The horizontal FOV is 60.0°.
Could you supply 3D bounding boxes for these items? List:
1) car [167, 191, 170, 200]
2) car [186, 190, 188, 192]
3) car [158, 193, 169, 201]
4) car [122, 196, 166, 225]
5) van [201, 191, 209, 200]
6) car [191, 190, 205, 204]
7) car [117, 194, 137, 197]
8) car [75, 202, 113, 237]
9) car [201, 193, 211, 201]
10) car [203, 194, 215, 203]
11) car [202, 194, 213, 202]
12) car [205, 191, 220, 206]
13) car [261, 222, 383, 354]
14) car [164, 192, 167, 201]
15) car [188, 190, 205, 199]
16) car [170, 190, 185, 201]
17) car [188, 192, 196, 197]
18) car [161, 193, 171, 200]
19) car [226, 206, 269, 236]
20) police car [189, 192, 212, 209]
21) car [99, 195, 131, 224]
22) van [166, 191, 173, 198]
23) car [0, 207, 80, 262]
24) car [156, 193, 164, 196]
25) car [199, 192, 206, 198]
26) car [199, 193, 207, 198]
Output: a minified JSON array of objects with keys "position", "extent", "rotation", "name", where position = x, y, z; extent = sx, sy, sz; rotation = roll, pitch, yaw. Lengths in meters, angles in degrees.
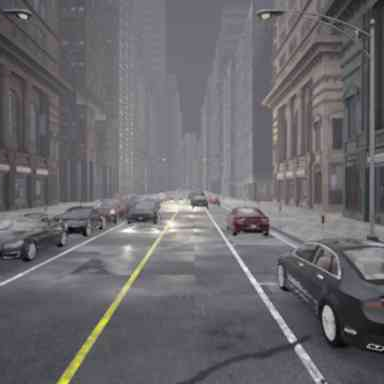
[{"position":[-5.725,0.925,62.033],"extent":[1.967,1.590,4.097],"rotation":[0,0,0],"name":"car"},{"position":[0.041,0.817,73.269],"extent":[1.994,1.385,4.181],"rotation":[0,0,0],"name":"car"},{"position":[-5.722,0.984,67.635],"extent":[1.887,1.381,4.507],"rotation":[0,0,0],"name":"car"},{"position":[-3.088,1.289,22.468],"extent":[1.882,1.535,5.008],"rotation":[0,1,0],"name":"car"},{"position":[2.807,0.734,73.239],"extent":[1.690,1.788,3.998],"rotation":[0,0,0],"name":"van"},{"position":[0.931,0.768,54.941],"extent":[2.150,2.045,5.566],"rotation":[0,0,0],"name":"car"},{"position":[-5.743,1.076,28.422],"extent":[2.192,1.841,5.009],"rotation":[0,0,0],"name":"car"},{"position":[-5.751,1.421,17.221],"extent":[1.947,1.339,4.313],"rotation":[0,0,0],"name":"car"},{"position":[2.803,0.984,67.639],"extent":[1.887,1.381,4.507],"rotation":[0,0,0],"name":"car"},{"position":[2.797,1.055,56.605],"extent":[1.752,1.417,4.829],"rotation":[0,0,0],"name":"car"},{"position":[2.800,1.030,62.037],"extent":[1.887,1.381,4.507],"rotation":[0,0,0],"name":"car"},{"position":[2.791,1.063,45.230],"extent":[1.967,1.590,4.097],"rotation":[0,0,0],"name":"car"},{"position":[2.768,1.499,6.017],"extent":[2.008,1.369,4.403],"rotation":[0,0,0],"name":"car"},{"position":[-5.728,1.057,56.262],"extent":[1.752,1.417,4.829],"rotation":[0,0,0],"name":"car"},{"position":[0.848,0.816,48.932],"extent":[2.150,2.045,5.566],"rotation":[0,0,-1],"name":"car"},{"position":[-2.985,0.814,64.699],"extent":[2.097,1.767,4.553],"rotation":[0,0,1],"name":"car"},{"position":[0.050,0.720,88.705],"extent":[1.994,1.385,4.181],"rotation":[0,0,0],"name":"car"},{"position":[-5.719,0.938,73.237],"extent":[1.887,1.381,4.507],"rotation":[0,0,0],"name":"car"},{"position":[2.775,1.400,17.222],"extent":[1.887,1.381,4.507],"rotation":[0,0,0],"name":"car"},{"position":[0.921,1.099,39.022],"extent":[1.930,1.638,5.238],"rotation":[0,0,0],"name":"police car"},{"position":[-5.747,1.248,22.822],"extent":[1.967,1.590,4.097],"rotation":[0,0,0],"name":"car"},{"position":[-5.712,0.643,84.439],"extent":[1.690,1.788,3.998],"rotation":[0,0,0],"name":"van"},{"position":[-5.754,1.452,11.619],"extent":[2.008,1.369,4.403],"rotation":[0,0,0],"name":"car"},{"position":[-5.732,1.159,50.830],"extent":[1.802,1.307,4.206],"rotation":[0,0,0],"name":"car"},{"position":[2.817,0.696,90.046],"extent":[1.967,1.590,4.097],"rotation":[0,0,0],"name":"car"},{"position":[2.813,0.847,84.446],"extent":[1.887,1.381,4.507],"rotation":[0,0,0],"name":"car"}]
